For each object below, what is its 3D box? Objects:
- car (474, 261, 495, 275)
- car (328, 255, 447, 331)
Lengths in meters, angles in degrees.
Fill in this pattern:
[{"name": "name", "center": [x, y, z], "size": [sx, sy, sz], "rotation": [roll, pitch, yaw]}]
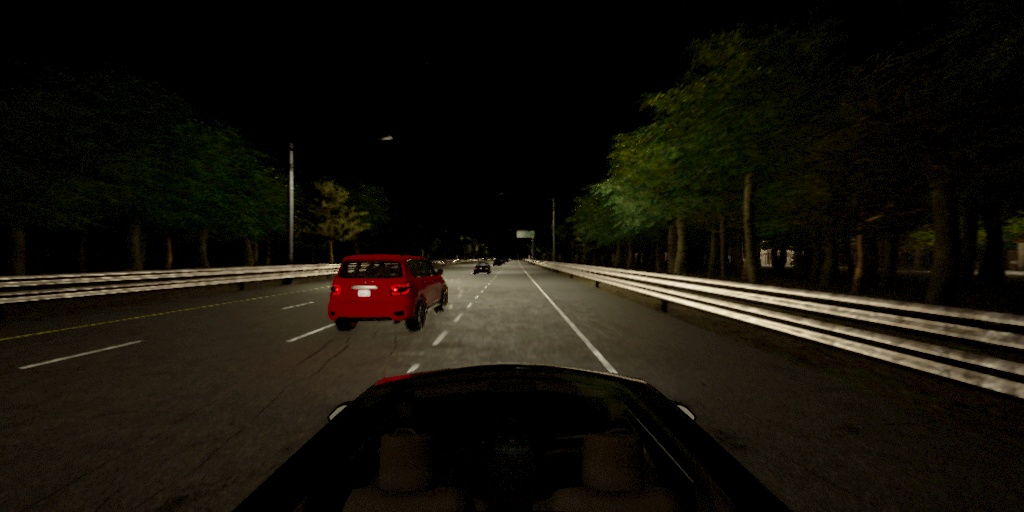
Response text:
[{"name": "car", "center": [-3.424, 1.440, 42.278], "size": [2.033, 1.411, 5.357], "rotation": [0, 0, 0]}, {"name": "car", "center": [-3.499, 0.988, 11.178], "size": [2.150, 2.045, 5.566], "rotation": [0, 0, 0]}]
